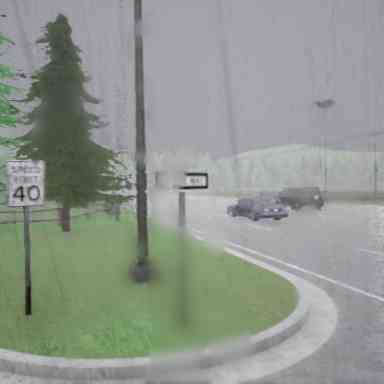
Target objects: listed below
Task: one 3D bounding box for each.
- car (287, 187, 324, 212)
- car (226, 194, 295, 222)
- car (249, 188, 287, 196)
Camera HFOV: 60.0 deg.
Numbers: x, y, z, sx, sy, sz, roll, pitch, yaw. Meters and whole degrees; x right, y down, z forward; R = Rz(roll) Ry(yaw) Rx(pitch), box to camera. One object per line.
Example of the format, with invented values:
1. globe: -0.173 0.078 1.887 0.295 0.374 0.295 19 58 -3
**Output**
1. car: 9.030 0.558 29.023 2.150 2.045 5.566 -1 1 -19
2. car: 4.092 1.095 21.776 2.033 1.411 5.357 -1 1 -19
3. car: 5.591 0.762 28.284 2.097 1.767 4.553 -1 1 -19
